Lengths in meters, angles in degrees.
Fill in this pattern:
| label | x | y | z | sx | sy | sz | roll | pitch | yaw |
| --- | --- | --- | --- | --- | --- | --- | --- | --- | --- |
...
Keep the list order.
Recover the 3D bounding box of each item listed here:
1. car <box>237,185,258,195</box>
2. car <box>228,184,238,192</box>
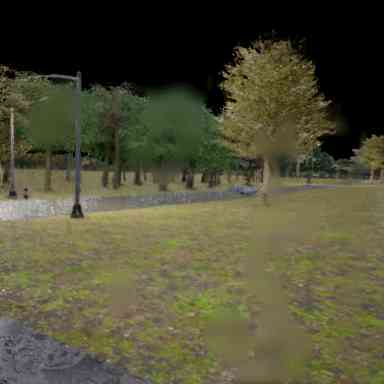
| label | x | y | z | sx | sy | sz | roll | pitch | yaw |
| --- | --- | --- | --- | --- | --- | --- | --- | --- | --- |
| car | 10.537 | -0.189 | 60.916 | 1.994 | 1.385 | 4.181 | 4 | 4 | 32 |
| car | 9.428 | -0.864 | 70.932 | 1.812 | 1.442 | 4.674 | 4 | 4 | 35 |
